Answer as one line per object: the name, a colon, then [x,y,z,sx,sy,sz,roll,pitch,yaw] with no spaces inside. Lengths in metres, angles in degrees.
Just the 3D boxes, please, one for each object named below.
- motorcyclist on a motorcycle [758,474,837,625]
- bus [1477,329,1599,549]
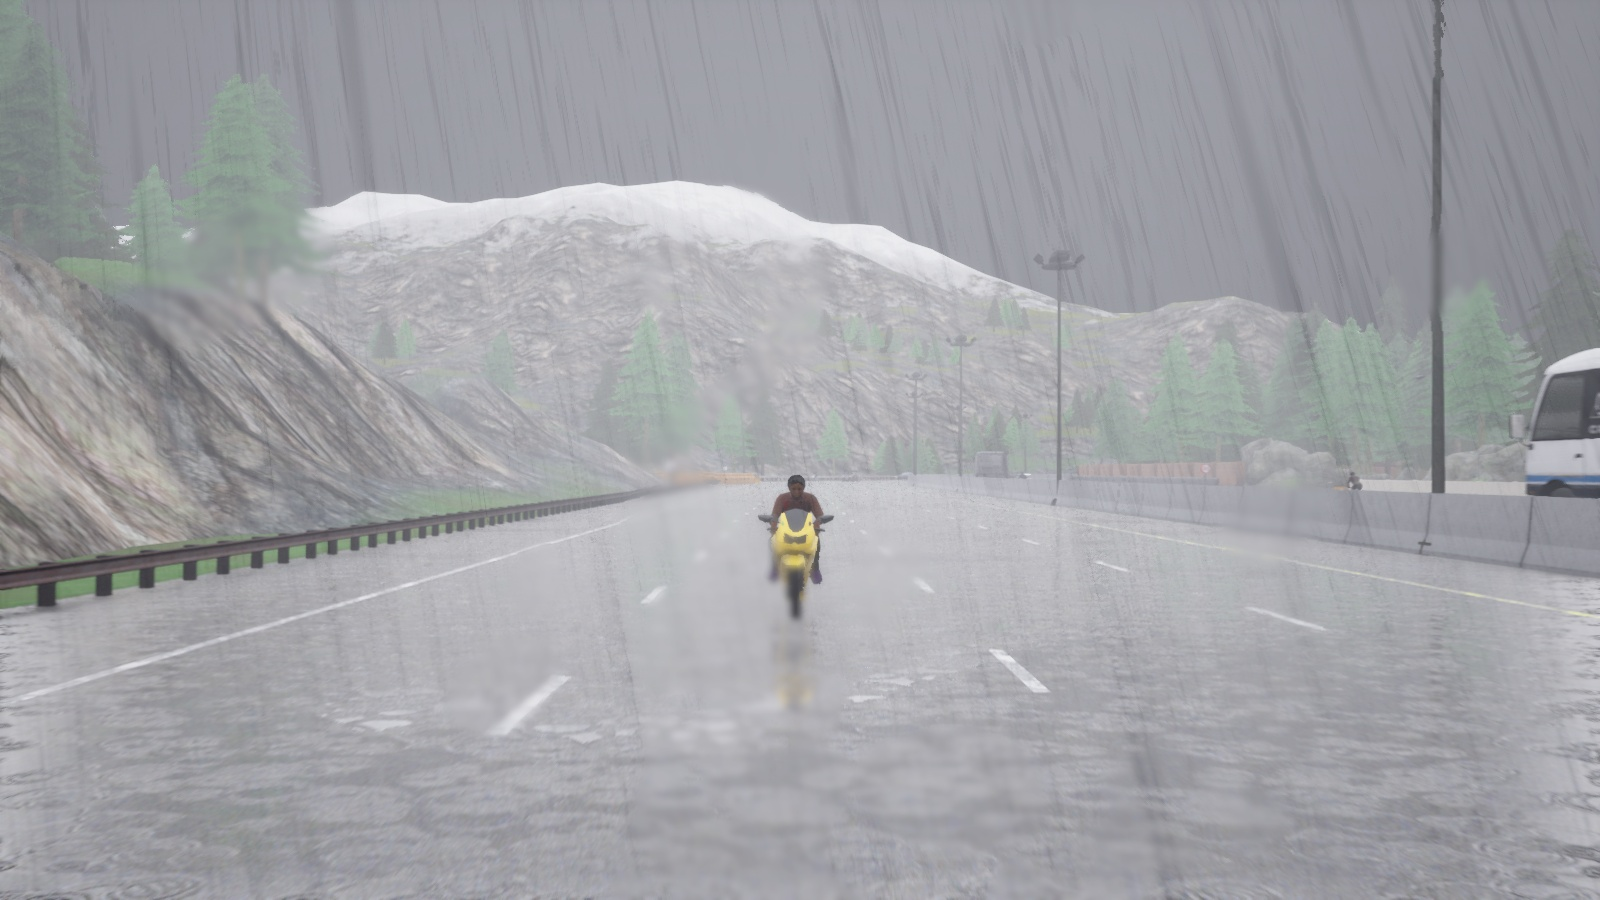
motorcyclist on a motorcycle: [-0.031,1.028,13.784,0.797,1.523,2.044,0,-1,0]
bus: [17.438,-0.239,23.493,3.944,4.253,10.273,0,-1,0]
